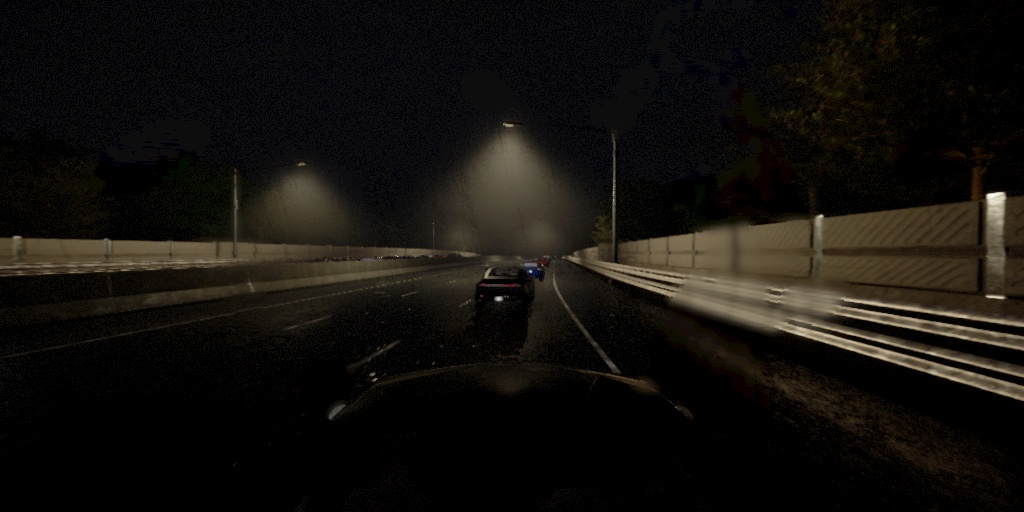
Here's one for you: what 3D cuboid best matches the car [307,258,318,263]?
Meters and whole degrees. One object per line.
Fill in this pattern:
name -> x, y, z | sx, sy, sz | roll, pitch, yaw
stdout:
car -> -21.691, 0.880, 41.386 | 1.837, 1.490, 4.892 | 0, 0, 7

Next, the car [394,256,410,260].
car -> -16.557, 0.747, 55.136 | 1.882, 1.535, 5.008 | 0, 1, 7

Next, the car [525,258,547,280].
car -> 1.556, 1.103, 28.603 | 1.994, 1.385, 4.181 | 0, 0, 7

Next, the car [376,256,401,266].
car -> -19.765, 0.744, 57.685 | 1.837, 1.490, 4.892 | 0, 1, 7

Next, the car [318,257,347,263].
car -> -18.452, 0.907, 39.070 | 1.837, 1.490, 4.892 | 0, 0, 7

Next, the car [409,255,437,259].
car -> -13.222, 0.854, 53.628 | 1.994, 1.385, 4.181 | 0, 1, 7

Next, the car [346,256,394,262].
car -> -15.026, 0.907, 38.268 | 2.128, 1.511, 4.902 | 0, 0, 7

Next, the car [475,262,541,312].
car -> -0.149, 1.147, 13.867 | 2.128, 1.511, 4.902 | 0, 0, 7

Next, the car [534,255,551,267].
car -> 4.513, 0.893, 54.161 | 1.994, 1.385, 4.181 | 0, 0, 7
